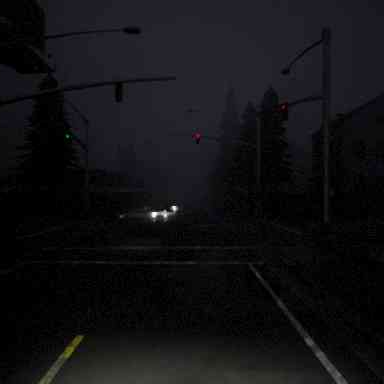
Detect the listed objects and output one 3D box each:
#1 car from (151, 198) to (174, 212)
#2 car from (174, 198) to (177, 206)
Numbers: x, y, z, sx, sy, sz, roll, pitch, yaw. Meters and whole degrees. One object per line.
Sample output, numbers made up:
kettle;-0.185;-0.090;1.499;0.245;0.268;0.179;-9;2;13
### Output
car;-3.472;1.514;38.000;1.994;1.385;4.181;0;0;0
car;-3.403;1.533;52.212;1.895;1.301;4.718;0;0;1
